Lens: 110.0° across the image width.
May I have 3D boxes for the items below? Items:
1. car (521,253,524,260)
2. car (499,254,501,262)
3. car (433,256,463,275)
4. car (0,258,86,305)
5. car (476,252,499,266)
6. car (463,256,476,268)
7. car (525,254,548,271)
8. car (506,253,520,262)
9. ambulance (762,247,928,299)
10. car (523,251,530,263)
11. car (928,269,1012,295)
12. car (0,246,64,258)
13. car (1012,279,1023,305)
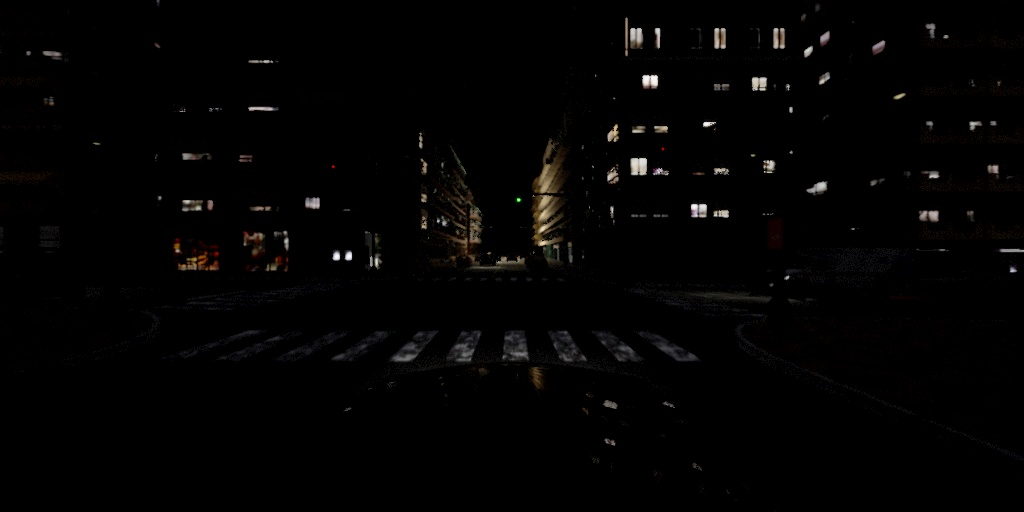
[{"bbox_3d":[2.682,0.484,53.328,1.802,1.307,4.207,0,0,0],"label":"car"},{"bbox_3d":[-3.024,0.085,63.882,2.097,1.767,4.553,0,1,0],"label":"car"},{"bbox_3d":[-5.695,0.788,31.080,1.751,1.417,4.829,0,0,0],"label":"car"},{"bbox_3d":[-17.264,0.837,12.103,4.507,1.381,1.888,0,0,0],"label":"car"},{"bbox_3d":[-3.075,0.498,46.031,1.882,1.535,5.008,0,1,0],"label":"car"},{"bbox_3d":[-5.697,0.627,42.295,1.888,1.381,4.507,0,0,0],"label":"car"},{"bbox_3d":[2.685,0.718,36.760,1.888,1.381,4.507,0,0,0],"label":"car"},{"bbox_3d":[-0.009,0.315,62.556,1.994,1.385,4.181,0,1,0],"label":"car"},{"bbox_3d":[16.273,0.804,18.052,6.366,2.431,2.351,1,0,0],"label":"ambulance"},{"bbox_3d":[2.684,0.522,42.283,1.967,1.591,4.097,0,0,0],"label":"car"},{"bbox_3d":[26.243,1.437,20.799,4.829,1.417,1.751,0,0,0],"label":"car"},{"bbox_3d":[-28.649,0.372,20.393,5.009,1.841,2.192,0,0,0],"label":"car"},{"bbox_3d":[20.833,1.322,12.441,4.097,1.591,1.967,0,0,0],"label":"car"}]
